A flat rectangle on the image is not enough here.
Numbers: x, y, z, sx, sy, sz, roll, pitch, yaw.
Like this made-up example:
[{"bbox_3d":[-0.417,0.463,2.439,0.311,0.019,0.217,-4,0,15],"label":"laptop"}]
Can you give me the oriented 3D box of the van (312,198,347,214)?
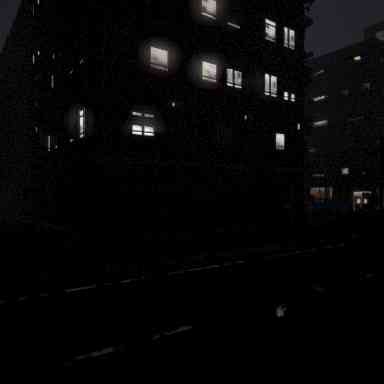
[{"bbox_3d":[16.027,1.605,38.923,1.690,1.788,3.998,-1,0,-36],"label":"van"}]
